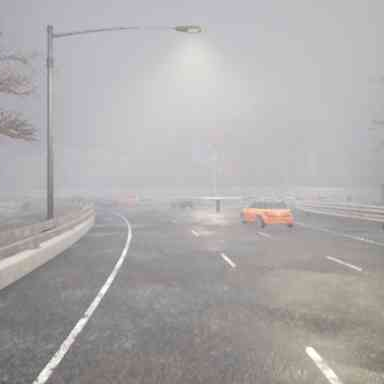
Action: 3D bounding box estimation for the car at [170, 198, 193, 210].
[{"bbox_3d":[-1.368,1.509,42.128,1.837,1.490,4.892,0,0,-22],"label":"car"}]

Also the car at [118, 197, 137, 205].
[{"bbox_3d":[-12.164,1.595,62.770,1.994,1.385,4.181,0,0,-36],"label":"car"}]

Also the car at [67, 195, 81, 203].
[{"bbox_3d":[-23.329,1.381,66.223,1.837,1.490,4.892,0,0,-41],"label":"car"}]

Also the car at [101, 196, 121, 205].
[{"bbox_3d":[-14.729,1.566,60.321,1.812,1.442,4.674,0,0,-36],"label":"car"}]

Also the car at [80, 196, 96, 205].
[{"bbox_3d":[-17.227,1.595,57.767,2.033,1.411,5.357,0,0,-33],"label":"car"}]

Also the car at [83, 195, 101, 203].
[{"bbox_3d":[-20.587,1.425,68.399,1.994,1.385,4.181,0,0,-41],"label":"car"}]

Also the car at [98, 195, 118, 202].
[{"bbox_3d":[-17.846,1.389,70.575,2.128,1.511,4.902,0,0,-41],"label":"car"}]

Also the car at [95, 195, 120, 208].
[{"bbox_3d":[-12.772,1.599,50.261,1.994,1.385,4.181,0,0,-29],"label":"car"}]

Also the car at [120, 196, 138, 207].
[{"bbox_3d":[-10.216,1.379,52.903,2.097,1.767,4.553,0,0,-29],"label":"car"}]

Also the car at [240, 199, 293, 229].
[{"bbox_3d":[4.721,1.335,21.776,2.097,1.767,4.553,0,0,-11],"label":"car"}]
